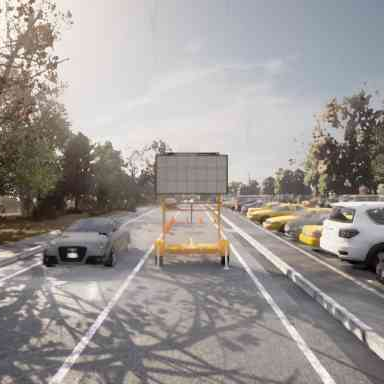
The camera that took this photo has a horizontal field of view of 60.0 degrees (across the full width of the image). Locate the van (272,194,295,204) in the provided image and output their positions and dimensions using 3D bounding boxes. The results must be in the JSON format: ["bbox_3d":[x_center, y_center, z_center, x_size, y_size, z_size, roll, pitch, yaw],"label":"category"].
[{"bbox_3d":[20.343,1.549,73.924,4.442,1.987,1.878,0,-1,0],"label":"van"}]

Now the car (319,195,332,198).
[{"bbox_3d":[20.176,1.352,43.319,5.566,2.045,2.435,0,0,0],"label":"car"}]

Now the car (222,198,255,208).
[{"bbox_3d":[7.201,1.659,51.840,4.892,1.521,2.231,0,0,0],"label":"car"}]

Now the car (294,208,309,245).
[{"bbox_3d":[7.056,1.571,12.984,5.366,1.575,1.946,0,0,0],"label":"car"}]

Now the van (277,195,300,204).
[{"bbox_3d":[20.552,1.532,71.020,4.442,1.987,1.878,0,0,0],"label":"van"}]

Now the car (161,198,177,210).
[{"bbox_3d":[-3.115,1.610,46.026,1.882,1.535,5.008,0,0,0],"label":"car"}]

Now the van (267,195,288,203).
[{"bbox_3d":[20.388,1.650,79.315,4.442,1.987,1.878,0,-1,0],"label":"van"}]

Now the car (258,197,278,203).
[{"bbox_3d":[20.592,2.116,90.386,5.008,1.535,2.097,0,-1,0],"label":"car"}]

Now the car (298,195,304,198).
[{"bbox_3d":[20.300,1.706,54.523,4.674,1.452,2.002,0,0,0],"label":"car"}]

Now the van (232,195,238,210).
[{"bbox_3d":[7.196,1.355,37.960,4.442,1.987,1.878,0,0,0],"label":"van"}]

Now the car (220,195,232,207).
[{"bbox_3d":[6.987,1.640,49.066,5.366,1.575,1.946,0,0,0],"label":"car"}]

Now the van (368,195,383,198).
[{"bbox_3d":[20.003,1.318,32.225,4.442,1.987,1.878,0,0,0],"label":"van"}]

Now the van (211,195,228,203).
[{"bbox_3d":[7.659,1.963,93.461,4.442,1.987,1.878,0,-1,0],"label":"van"}]

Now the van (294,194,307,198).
[{"bbox_3d":[20.437,1.456,57.294,4.442,1.987,1.878,0,0,0],"label":"van"}]

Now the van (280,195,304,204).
[{"bbox_3d":[20.530,1.518,68.375,4.442,1.987,1.878,0,0,0],"label":"van"}]

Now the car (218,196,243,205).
[{"bbox_3d":[7.256,1.595,62.945,4.553,1.767,2.185,0,0,0],"label":"car"}]

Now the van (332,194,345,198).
[{"bbox_3d":[20.064,1.362,40.551,4.442,1.987,1.878,0,0,0],"label":"van"}]

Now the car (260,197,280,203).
[{"bbox_3d":[20.568,2.057,87.616,4.892,1.521,2.231,0,-1,0],"label":"car"}]

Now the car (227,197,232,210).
[{"bbox_3d":[7.073,1.626,40.736,4.792,1.488,2.163,0,0,0],"label":"car"}]

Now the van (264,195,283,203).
[{"bbox_3d":[20.668,1.770,84.851,4.442,1.987,1.878,0,-1,0],"label":"van"}]

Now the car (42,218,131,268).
[{"bbox_3d":[-3.341,1.583,11.276,1.994,1.385,4.181,0,0,0],"label":"car"}]

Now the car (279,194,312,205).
[{"bbox_3d":[20.362,1.477,65.606,5.566,2.045,2.435,0,0,0],"label":"car"}]

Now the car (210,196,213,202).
[{"bbox_3d":[7.409,1.531,74.050,5.566,2.045,2.435,0,0,0],"label":"car"}]

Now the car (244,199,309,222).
[{"bbox_3d":[6.779,1.539,24.212,5.366,1.575,1.946,0,0,0],"label":"car"}]

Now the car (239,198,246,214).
[{"bbox_3d":[7.004,1.544,29.631,4.892,1.521,2.231,0,0,0],"label":"car"}]

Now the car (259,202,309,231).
[{"bbox_3d":[6.732,1.554,18.539,5.366,1.575,1.946,0,0,0],"label":"car"}]

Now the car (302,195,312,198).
[{"bbox_3d":[20.268,1.650,51.629,5.008,1.535,2.097,0,0,0],"label":"car"}]

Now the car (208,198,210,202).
[{"bbox_3d":[7.525,2.128,90.682,5.008,1.535,2.097,0,-1,0],"label":"car"}]

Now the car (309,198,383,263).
[{"bbox_3d":[6.876,1.332,10.209,5.566,2.045,2.435,0,0,0],"label":"car"}]

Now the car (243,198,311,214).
[{"bbox_3d":[7.172,1.536,26.862,5.366,1.575,1.946,0,0,0],"label":"car"}]

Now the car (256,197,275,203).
[{"bbox_3d":[20.616,2.179,93.281,5.008,1.535,2.097,0,-1,0],"label":"car"}]

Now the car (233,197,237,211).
[{"bbox_3d":[7.086,1.595,35.183,4.792,1.488,2.163,0,0,0],"label":"car"}]

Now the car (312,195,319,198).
[{"bbox_3d":[20.199,1.368,46.089,5.566,2.045,2.435,0,0,0],"label":"car"}]

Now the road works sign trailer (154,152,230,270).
[{"bbox_3d":[-0.014,0.483,11.132,2.380,3.560,2.880,0,0,-1],"label":"road works sign trailer"}]

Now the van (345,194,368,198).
[{"bbox_3d":[20.274,1.346,37.778,4.442,1.987,1.878,0,0,0],"label":"van"}]

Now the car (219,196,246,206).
[{"bbox_3d":[7.233,1.579,60.169,4.553,1.767,2.185,0,0,0],"label":"car"}]

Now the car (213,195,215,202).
[{"bbox_3d":[7.305,1.736,65.721,5.008,1.535,2.097,0,0,0],"label":"car"}]

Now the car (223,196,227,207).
[{"bbox_3d":[7.120,1.657,46.288,4.792,1.488,2.163,0,0,0],"label":"car"}]

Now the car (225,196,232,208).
[{"bbox_3d":[7.096,1.641,43.512,4.792,1.488,2.163,0,0,0],"label":"car"}]

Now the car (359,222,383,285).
[{"bbox_3d":[6.830,1.591,7.434,5.008,1.535,2.097,0,0,0],"label":"car"}]

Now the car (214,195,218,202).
[{"bbox_3d":[7.056,1.687,57.394,5.366,1.575,1.946,0,0,0],"label":"car"}]

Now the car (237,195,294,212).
[{"bbox_3d":[7.064,1.427,32.411,4.553,1.767,2.185,0,0,0],"label":"car"}]

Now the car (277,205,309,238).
[{"bbox_3d":[6.900,1.567,15.762,4.892,1.521,2.231,0,0,0],"label":"car"}]

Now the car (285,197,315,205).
[{"bbox_3d":[20.360,1.712,62.709,5.008,1.535,2.097,0,0,0],"label":"car"}]
